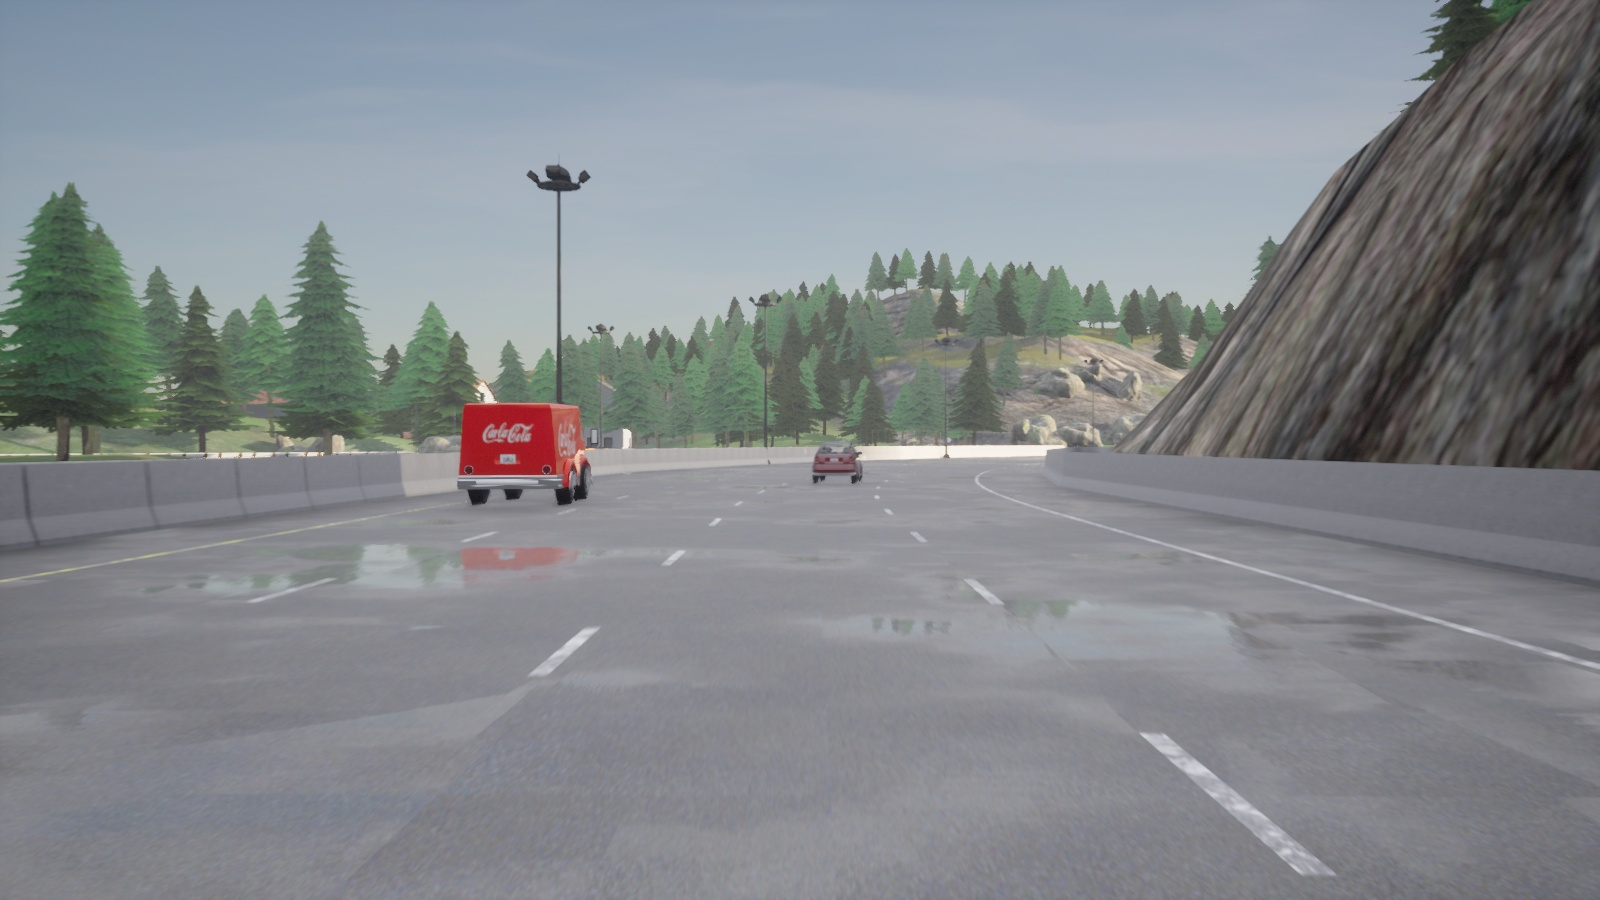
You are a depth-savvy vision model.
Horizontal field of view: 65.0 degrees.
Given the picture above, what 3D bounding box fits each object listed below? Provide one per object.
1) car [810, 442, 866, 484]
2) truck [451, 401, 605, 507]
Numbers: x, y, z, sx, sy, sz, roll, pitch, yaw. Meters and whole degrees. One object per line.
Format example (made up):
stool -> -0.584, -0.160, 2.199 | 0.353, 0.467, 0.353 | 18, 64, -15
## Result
car -> 1.481, 0.460, 47.751 | 1.789, 1.549, 3.705 | 0, 0, 7
truck -> -6.731, 0.077, 31.809 | 2.627, 2.467, 5.204 | 0, 0, 2
